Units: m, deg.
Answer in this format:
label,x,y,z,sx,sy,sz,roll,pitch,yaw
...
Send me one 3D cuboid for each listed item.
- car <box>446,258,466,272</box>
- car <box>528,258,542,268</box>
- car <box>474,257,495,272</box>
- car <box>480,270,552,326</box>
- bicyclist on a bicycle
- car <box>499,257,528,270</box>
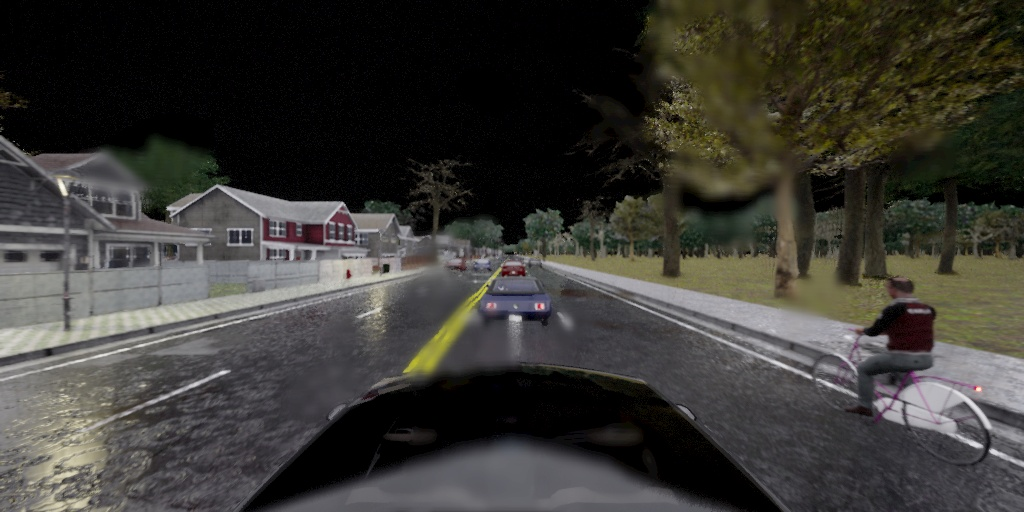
label,x,y,z,sx,sy,sz,roll,pitch,yaw
car,-6.571,1.017,42.472,1.882,1.535,5.008,0,0,0
car,3.371,0.970,53.370,2.128,1.511,4.902,0,0,0
car,-3.321,1.070,41.634,1.812,1.442,4.674,0,0,0
car,0.106,1.302,11.363,1.895,1.301,4.718,0,0,0
bicyclist on a bicycle,4.149,1.109,4.039,0.659,1.776,1.843,0,1,0
car,0.112,1.086,29.586,1.882,1.535,5.008,0,0,0
